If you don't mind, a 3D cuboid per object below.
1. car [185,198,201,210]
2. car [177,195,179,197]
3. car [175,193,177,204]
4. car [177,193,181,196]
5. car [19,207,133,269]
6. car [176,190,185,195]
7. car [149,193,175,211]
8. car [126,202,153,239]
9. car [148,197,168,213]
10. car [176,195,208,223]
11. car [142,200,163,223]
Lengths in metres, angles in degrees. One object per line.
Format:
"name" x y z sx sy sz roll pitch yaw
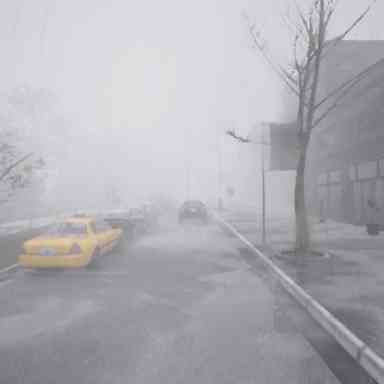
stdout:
"car" 0.087 1.554 42.945 1.994 1.385 4.181 0 0 0
"car" -3.678 1.518 50.865 2.163 1.488 4.792 -1 1 2
"car" -3.666 1.347 45.261 2.185 1.767 4.553 0 1 2
"car" -3.663 1.428 62.113 1.946 1.575 5.366 0 1 2
"car" -3.647 1.501 11.175 1.946 1.575 5.366 0 0 2
"car" -3.653 1.032 81.506 2.185 1.767 4.553 2 2 2
"car" -3.662 1.225 37.607 2.435 2.045 5.566 0 0 2
"car" -3.657 1.519 17.556 2.097 1.535 5.008 0 0 2
"car" -3.660 1.502 28.654 2.097 1.535 5.008 0 0 2
"car" 0.092 1.357 25.963 2.097 1.767 4.553 0 0 0
"car" -3.658 1.521 23.112 2.231 1.521 4.892 0 -1 2
